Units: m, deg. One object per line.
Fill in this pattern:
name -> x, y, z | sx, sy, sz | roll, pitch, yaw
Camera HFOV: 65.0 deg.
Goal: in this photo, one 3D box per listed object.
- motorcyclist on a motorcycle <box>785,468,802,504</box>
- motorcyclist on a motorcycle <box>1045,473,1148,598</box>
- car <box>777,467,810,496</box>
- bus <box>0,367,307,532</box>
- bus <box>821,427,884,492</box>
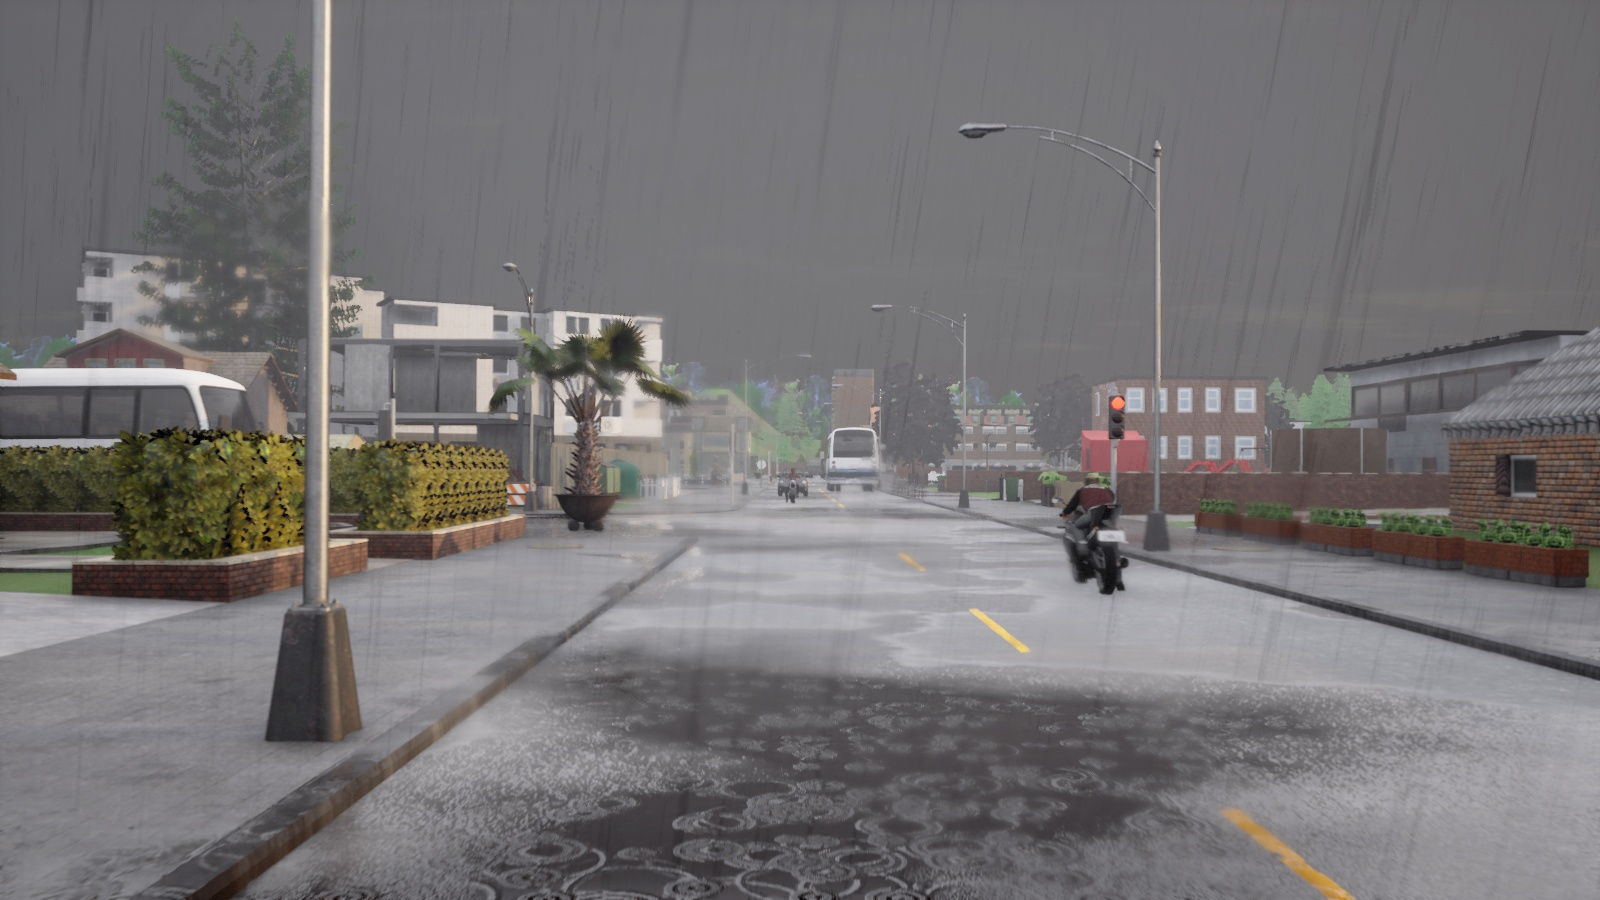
motorcyclist on a motorcycle -> -0.303, 1.640, 58.132 | 0.766, 1.649, 2.350 | 0, -1, 0
motorcyclist on a motorcycle -> 3.889, 1.083, 16.670 | 0.866, 1.530, 2.191 | 0, -1, 1
car -> -0.375, 1.804, 72.409 | 1.851, 1.617, 3.988 | 0, -1, 0
bus -> -19.616, 0.041, 34.909 | 10.273, 4.253, 3.944 | -1, -1, 1
bus -> 3.543, 0.751, 88.148 | 3.944, 4.253, 10.273 | 0, -1, 0
